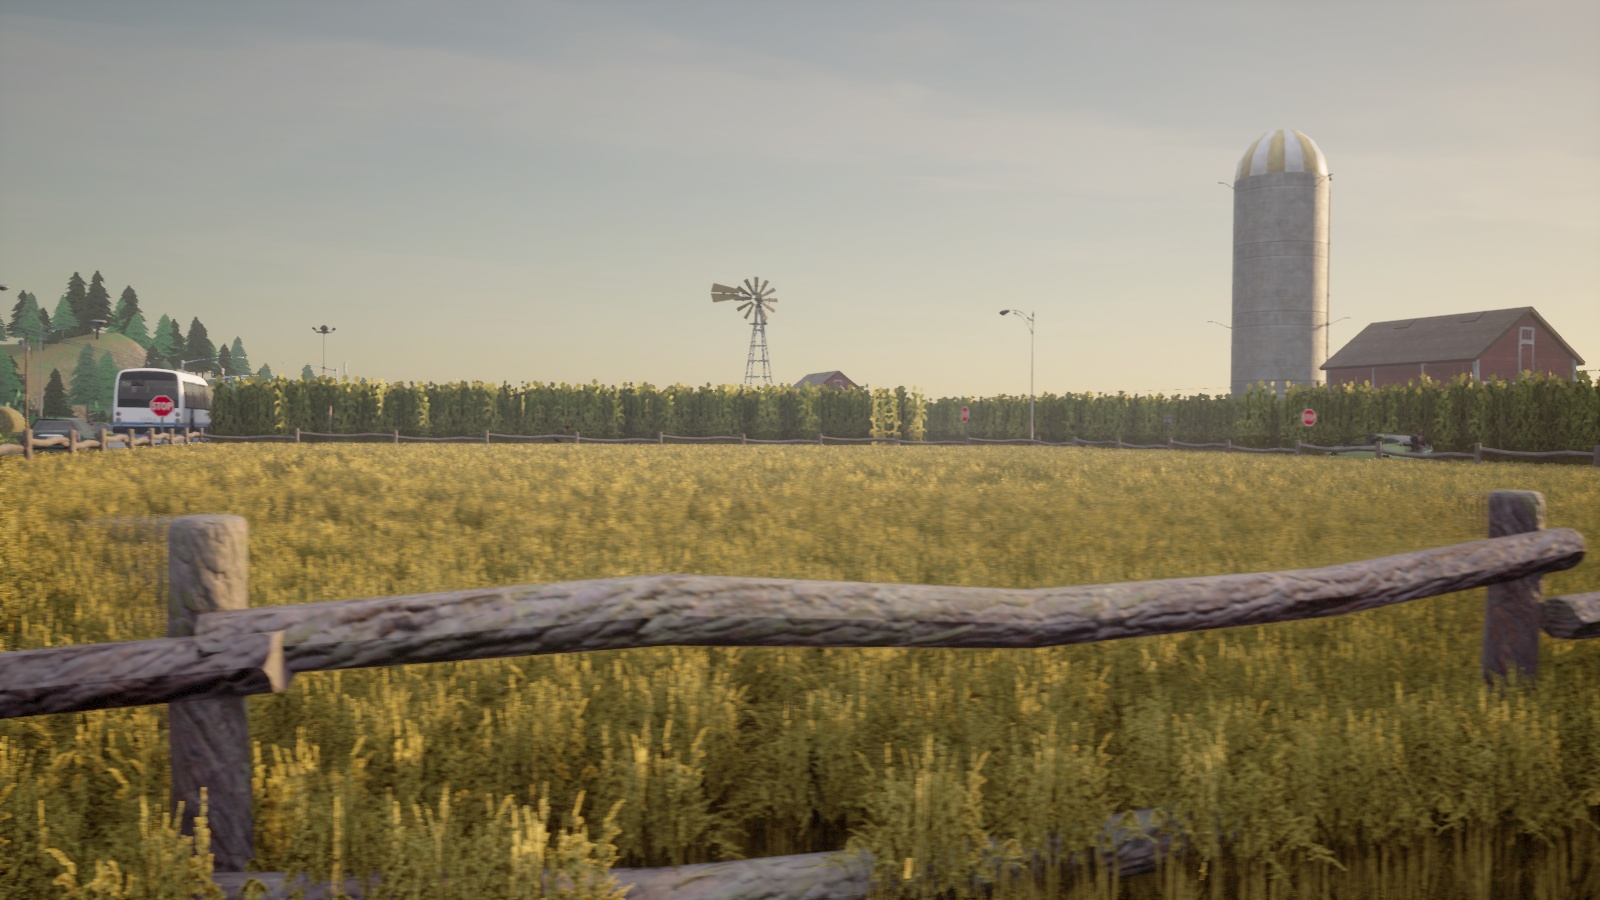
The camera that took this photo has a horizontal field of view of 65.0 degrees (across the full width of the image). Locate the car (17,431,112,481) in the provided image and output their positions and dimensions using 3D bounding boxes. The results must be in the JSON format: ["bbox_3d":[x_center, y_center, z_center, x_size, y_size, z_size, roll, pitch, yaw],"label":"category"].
[{"bbox_3d":[-27.539,0.189,47.175,2.097,1.767,4.553,-1,1,-18],"label":"car"}]

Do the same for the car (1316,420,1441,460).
[{"bbox_3d":[23.051,-0.428,50.223,2.007,1.525,4.514,-1,1,-17],"label":"car"}]

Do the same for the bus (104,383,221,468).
[{"bbox_3d":[-34.121,-1.308,67.721,3.944,4.253,10.273,-1,1,-18],"label":"bus"}]
